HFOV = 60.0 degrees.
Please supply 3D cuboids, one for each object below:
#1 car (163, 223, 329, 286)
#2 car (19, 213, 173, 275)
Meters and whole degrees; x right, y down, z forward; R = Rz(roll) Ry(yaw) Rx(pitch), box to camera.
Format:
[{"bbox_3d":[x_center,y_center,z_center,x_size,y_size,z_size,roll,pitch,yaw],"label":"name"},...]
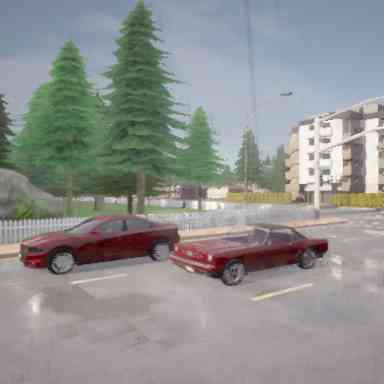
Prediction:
[{"bbox_3d":[1.757,1.597,9.501,4.718,1.301,1.895,0,0,-35],"label":"car"},{"bbox_3d":[-2.710,1.475,10.633,5.008,1.535,1.882,0,0,-35],"label":"car"}]
